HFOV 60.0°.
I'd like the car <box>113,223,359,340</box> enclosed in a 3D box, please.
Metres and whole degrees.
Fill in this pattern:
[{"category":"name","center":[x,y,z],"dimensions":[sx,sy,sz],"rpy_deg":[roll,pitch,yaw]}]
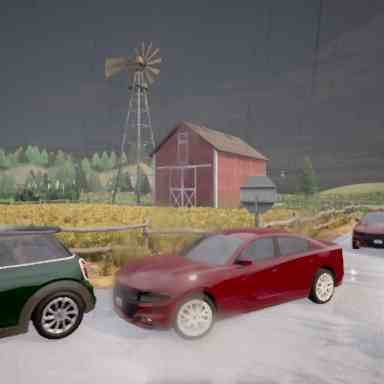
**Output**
[{"category":"car","center":[0.942,1.478,6.660],"dimensions":[5.008,1.535,1.882],"rpy_deg":[0,0,-32]}]

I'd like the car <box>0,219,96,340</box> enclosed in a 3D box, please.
[{"category":"car","center":[-3.896,1.351,4.912],"dimensions":[4.553,1.767,2.097],"rpy_deg":[0,0,-36]}]

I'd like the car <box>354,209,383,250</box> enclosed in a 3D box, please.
[{"category":"car","center":[7.945,1.477,13.719],"dimensions":[1.882,1.535,5.008],"rpy_deg":[0,0,35]}]
